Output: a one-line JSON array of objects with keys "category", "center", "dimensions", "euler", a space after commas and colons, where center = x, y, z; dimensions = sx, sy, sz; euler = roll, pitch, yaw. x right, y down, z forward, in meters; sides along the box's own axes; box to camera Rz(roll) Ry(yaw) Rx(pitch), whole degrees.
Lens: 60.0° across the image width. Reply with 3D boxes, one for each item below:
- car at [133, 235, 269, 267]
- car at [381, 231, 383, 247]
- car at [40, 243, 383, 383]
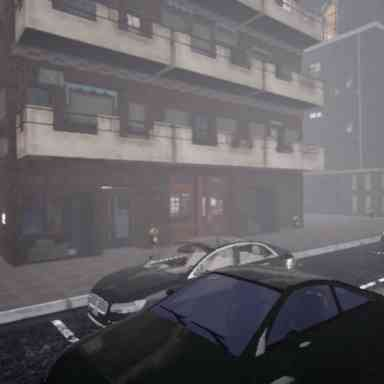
[{"category": "car", "center": [0.260, 1.574, 6.402], "dimensions": [4.403, 1.369, 2.008], "euler": [-1, 0, -38]}, {"category": "car", "center": [9.129, 1.514, 13.224], "dimensions": [4.206, 1.307, 1.802], "euler": [-1, 0, -38]}, {"category": "car", "center": [0.635, 1.573, 3.580], "dimensions": [4.181, 1.385, 1.994], "euler": [-1, 0, -38]}]
